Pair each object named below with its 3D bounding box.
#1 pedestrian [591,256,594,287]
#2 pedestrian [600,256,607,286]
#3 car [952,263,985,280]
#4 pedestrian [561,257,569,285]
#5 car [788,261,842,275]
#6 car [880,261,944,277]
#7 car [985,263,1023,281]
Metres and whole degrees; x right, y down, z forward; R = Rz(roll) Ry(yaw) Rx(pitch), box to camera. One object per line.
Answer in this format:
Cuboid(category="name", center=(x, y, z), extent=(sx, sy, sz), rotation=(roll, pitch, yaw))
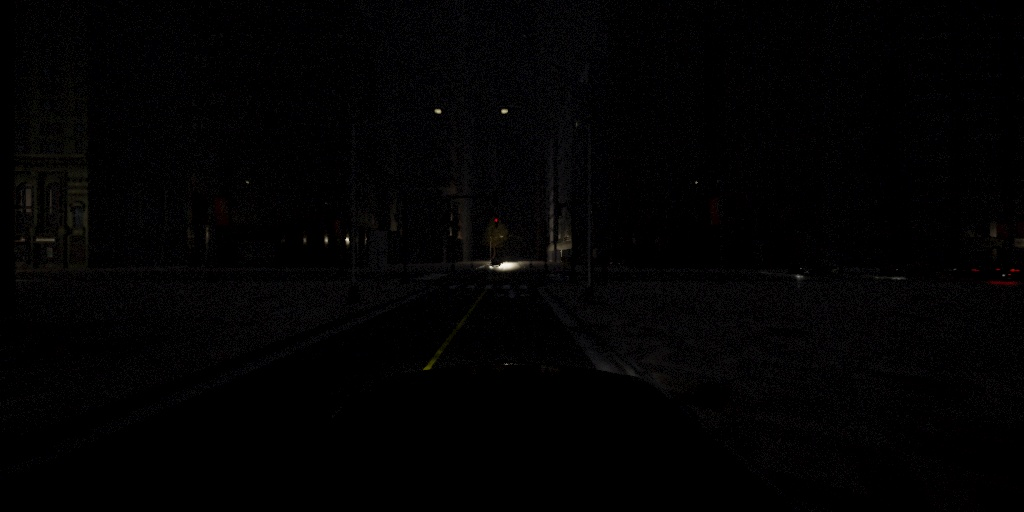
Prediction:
Cuboid(category="pedestrian", center=(4.634, 0.875, 21.197), extent=(0.375, 1.860, 0.375), rotation=(0, 0, 0))
Cuboid(category="pedestrian", center=(5.614, 0.886, 21.797), extent=(0.375, 1.860, 0.375), rotation=(0, 0, 0))
Cuboid(category="car", center=(41.821, 1.336, 31.594), extent=(4.181, 1.385, 1.994), rotation=(0, 0, 1))
Cuboid(category="pedestrian", center=(3.330, 0.870, 22.396), extent=(0.375, 1.860, 0.375), rotation=(0, 0, 0))
Cuboid(category="car", center=(32.301, 1.244, 38.258), extent=(4.892, 1.490, 1.837), rotation=(0, 0, 0))
Cuboid(category="car", center=(38.923, 1.235, 34.971), extent=(5.008, 1.535, 1.882), rotation=(0, 0, 1))
Cuboid(category="car", center=(41.328, 1.285, 28.347), extent=(4.892, 1.490, 1.837), rotation=(0, 0, 1))
